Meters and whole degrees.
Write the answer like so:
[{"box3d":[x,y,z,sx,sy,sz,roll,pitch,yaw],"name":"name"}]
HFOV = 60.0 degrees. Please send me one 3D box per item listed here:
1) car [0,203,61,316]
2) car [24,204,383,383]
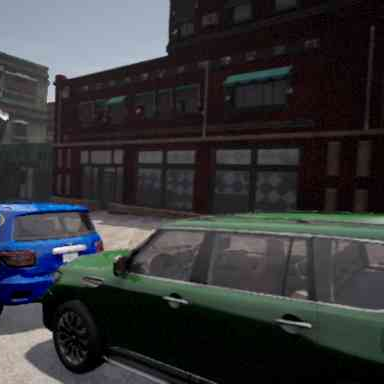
[{"box3d":[-4.348,1.261,7.506,5.566,2.045,2.150,0,0,36],"name":"car"},{"box3d":[0.527,1.250,3.988,5.566,2.045,2.150,0,0,36],"name":"car"}]
